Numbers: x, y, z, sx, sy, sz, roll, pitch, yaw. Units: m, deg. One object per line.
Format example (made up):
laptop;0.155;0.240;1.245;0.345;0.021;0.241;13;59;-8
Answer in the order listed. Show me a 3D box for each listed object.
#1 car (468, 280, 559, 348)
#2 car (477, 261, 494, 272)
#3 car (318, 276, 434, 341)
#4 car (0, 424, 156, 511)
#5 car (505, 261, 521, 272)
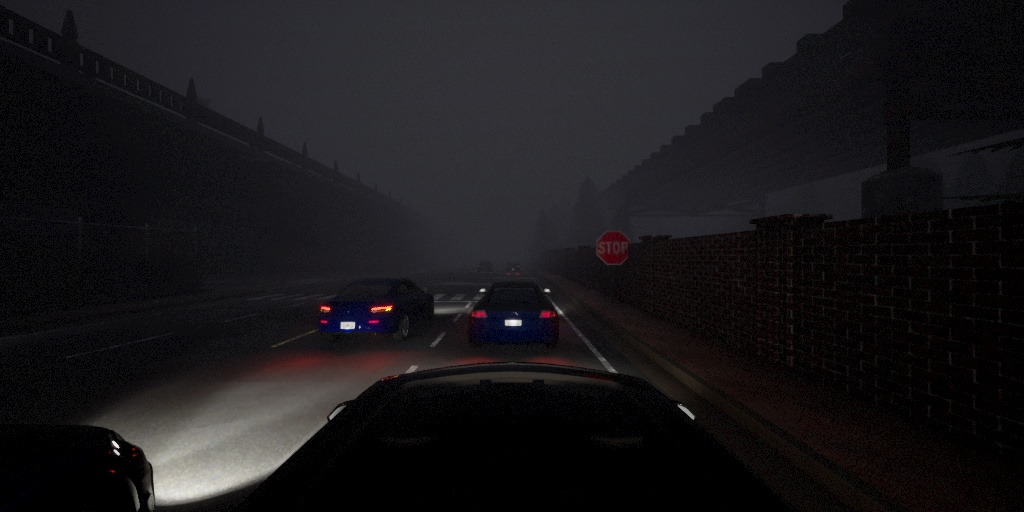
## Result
car;0.069;1.314;9.218;1.994;1.385;4.181;0;0;1
car;-3.395;1.297;45.873;2.033;1.411;5.357;0;0;-1
car;-3.412;1.276;9.740;1.812;1.442;4.674;0;0;0
car;-3.398;1.314;0.644;1.994;1.385;4.181;0;0;0
car;0.099;1.351;46.036;1.895;1.301;4.718;0;0;-1
